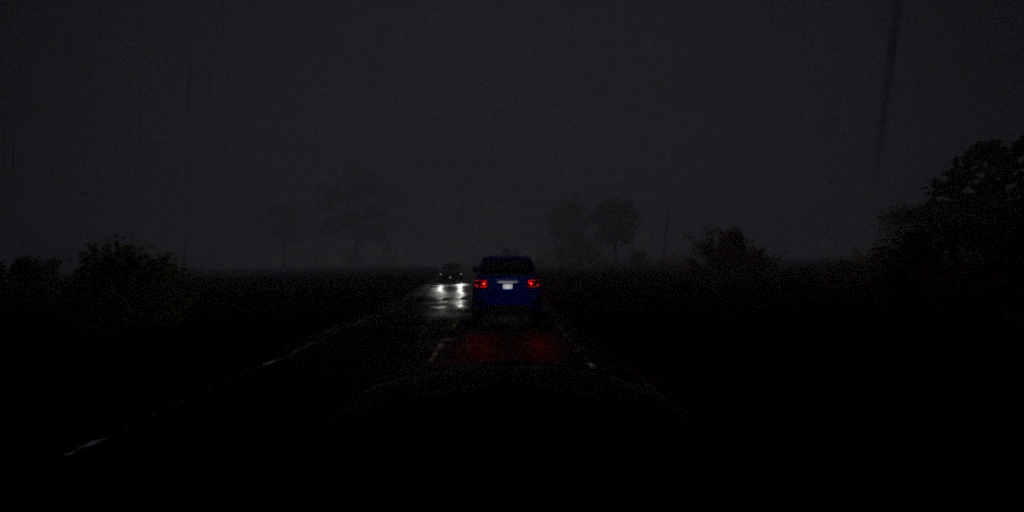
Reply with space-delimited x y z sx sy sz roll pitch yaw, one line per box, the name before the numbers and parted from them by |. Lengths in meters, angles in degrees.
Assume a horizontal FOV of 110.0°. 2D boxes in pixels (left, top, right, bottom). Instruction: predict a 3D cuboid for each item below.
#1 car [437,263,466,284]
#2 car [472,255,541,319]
car | -4.722 1.304 28.228 1.837 1.490 4.892 0 0 -7
car | -0.251 0.988 13.121 2.150 2.045 5.566 0 0 -3
